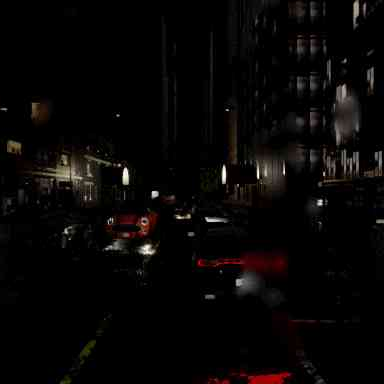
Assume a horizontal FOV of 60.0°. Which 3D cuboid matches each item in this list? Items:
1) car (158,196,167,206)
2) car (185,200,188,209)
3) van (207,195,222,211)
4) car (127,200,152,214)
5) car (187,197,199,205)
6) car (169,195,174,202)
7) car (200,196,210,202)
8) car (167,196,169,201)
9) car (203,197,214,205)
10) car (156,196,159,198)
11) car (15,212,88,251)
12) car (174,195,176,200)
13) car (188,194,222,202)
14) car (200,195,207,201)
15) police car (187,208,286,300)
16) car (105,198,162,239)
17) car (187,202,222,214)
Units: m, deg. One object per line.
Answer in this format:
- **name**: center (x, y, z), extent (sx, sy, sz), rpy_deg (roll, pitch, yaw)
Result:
- **car**: center (-5.583, 1.581, 52.589), extent (1.947, 1.339, 4.313), rpy_deg (0, 0, 0)
- **car**: center (0.113, 1.515, 45.711), extent (1.837, 1.490, 4.892), rpy_deg (0, 0, 0)
- **van**: center (2.771, 1.349, 41.527), extent (1.690, 1.788, 3.998), rpy_deg (0, 0, 0)
- **car**: center (-5.619, 1.555, 36.017), extent (2.008, 1.369, 4.403), rpy_deg (0, 0, 0)
- **car**: center (0.124, 1.583, 58.899), extent (1.994, 1.385, 4.181), rpy_deg (0, 0, 0)
- **car**: center (-5.537, 1.613, 74.686), extent (1.802, 1.307, 4.206), rpy_deg (0, 0, 0)
- **car**: center (2.843, 1.582, 74.672), extent (2.008, 1.369, 4.403), rpy_deg (0, 0, 0)
- **car**: center (-5.572, 1.459, 58.114), extent (1.967, 1.590, 4.097), rpy_deg (0, 0, 0)
- **car**: center (2.808, 1.544, 58.269), extent (1.752, 1.417, 4.829), rpy_deg (0, 0, 0)
- **car**: center (-5.607, 1.552, 41.541), extent (1.887, 1.381, 4.507), rpy_deg (0, 0, 0)
- **car**: center (-5.665, 1.550, 13.921), extent (2.008, 1.369, 4.403), rpy_deg (0, 0, 0)
- **car**: center (-5.503, 1.485, 91.259), extent (1.967, 1.590, 4.097), rpy_deg (0, 0, 0)
- **car**: center (0.951, 1.226, 24.481), extent (2.150, 2.045, 5.566), rpy_deg (0, 0, 0)
- **car**: center (2.866, 1.566, 85.890), extent (1.752, 1.417, 4.829), rpy_deg (0, 0, 0)
- **police car**: center (0.918, 1.425, 8.562), extent (1.930, 1.638, 5.238), rpy_deg (0, 0, 0)
- **car**: center (-2.965, 1.352, 17.196), extent (2.097, 1.767, 4.553), rpy_deg (0, 0, 0)
- **car**: center (0.816, 1.504, 18.452), extent (1.837, 1.490, 4.892), rpy_deg (0, 0, 0)
